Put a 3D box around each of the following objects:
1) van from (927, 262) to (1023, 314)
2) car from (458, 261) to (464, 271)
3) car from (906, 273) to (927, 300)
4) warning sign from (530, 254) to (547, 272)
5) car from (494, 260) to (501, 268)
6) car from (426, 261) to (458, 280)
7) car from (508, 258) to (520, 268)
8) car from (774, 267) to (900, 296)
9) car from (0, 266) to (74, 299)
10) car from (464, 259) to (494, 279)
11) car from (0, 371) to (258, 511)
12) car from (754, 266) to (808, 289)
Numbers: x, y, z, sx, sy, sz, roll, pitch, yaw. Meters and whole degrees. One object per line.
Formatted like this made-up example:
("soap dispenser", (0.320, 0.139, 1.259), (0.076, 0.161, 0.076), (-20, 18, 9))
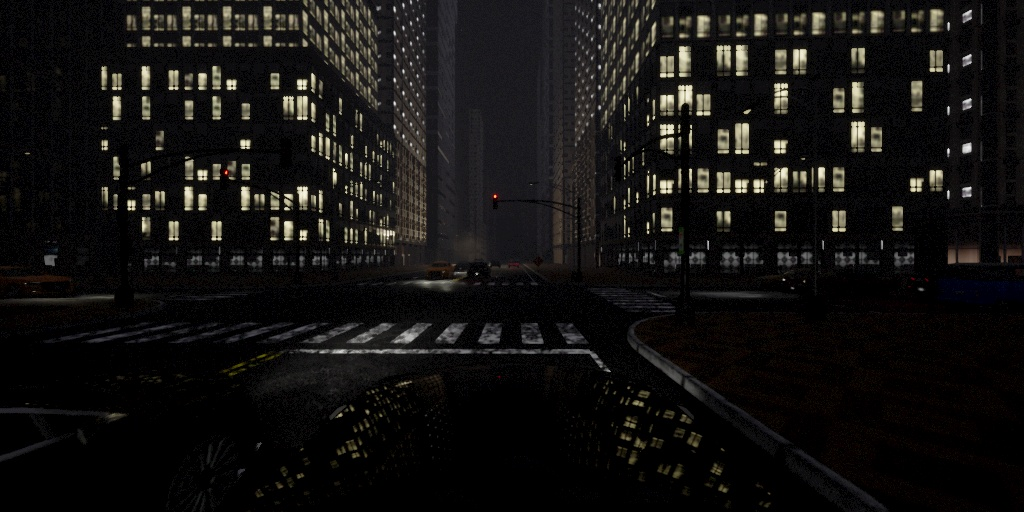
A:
("van", (18.407, 1.120, 13.182), (3.998, 1.789, 1.690), (0, 0, 2))
("car", (-6.399, 1.373, 46.606), (1.994, 1.385, 4.181), (0, 0, 0))
("car", (20.470, 1.269, 15.707), (4.902, 1.511, 2.128), (0, 0, 3))
("warning sign", (3.024, 0.912, 41.409), (1.300, 1.860, 1.060), (0, 0, 0))
("car", (-2.978, 1.368, 63.618), (1.837, 1.490, 4.892), (0, 0, 0))
("car", (-6.435, 1.257, 32.361), (1.882, 1.535, 5.008), (0, 0, -1))
("car", (0.276, 1.467, 64.466), (1.895, 1.301, 4.718), (0, 0, 0))
("car", (16.959, 1.372, 18.772), (4.718, 1.301, 1.895), (0, 0, 2))
("car", (-24.288, 1.236, 17.258), (5.008, 1.535, 1.882), (0, 0, 1))
("car", (-3.012, 1.285, 33.188), (1.837, 1.490, 4.892), (0, 0, 0))
("car", (-3.155, 1.239, 1.165), (2.128, 1.511, 4.902), (0, 0, 0))
("car", (17.172, 1.294, 21.360), (4.829, 1.417, 1.751), (0, 0, 2))
